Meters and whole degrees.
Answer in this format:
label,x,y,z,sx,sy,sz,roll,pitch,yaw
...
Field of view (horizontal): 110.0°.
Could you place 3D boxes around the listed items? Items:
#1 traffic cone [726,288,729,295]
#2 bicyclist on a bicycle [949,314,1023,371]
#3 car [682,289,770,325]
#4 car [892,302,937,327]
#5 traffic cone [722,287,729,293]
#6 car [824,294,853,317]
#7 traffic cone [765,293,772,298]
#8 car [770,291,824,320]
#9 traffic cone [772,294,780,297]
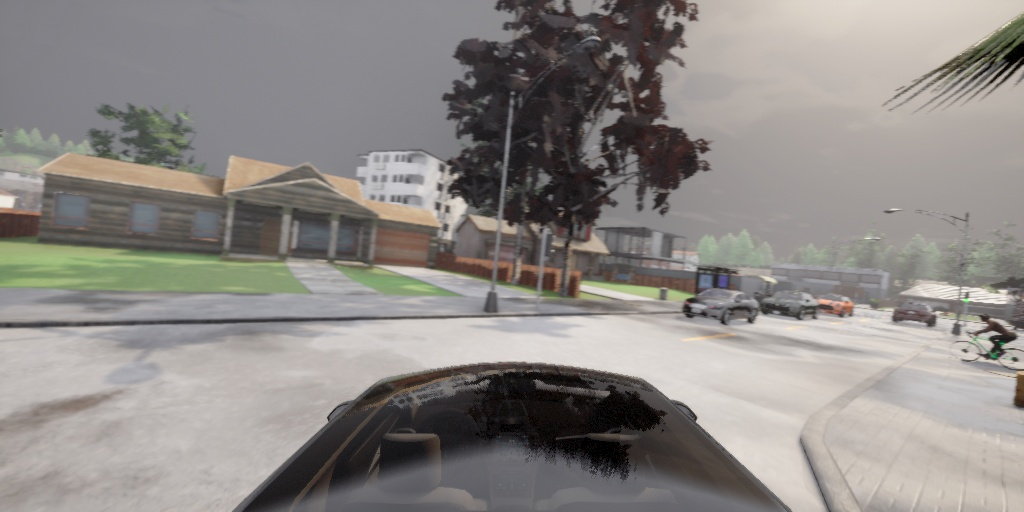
label,x,y,z,sx,sy,sz,roll,pitch,yaw
traffic cone,27.605,4.615,45.206,0.344,0.586,0.344,0,0,-37
bicyclist on a bicycle,15.307,2.708,11.468,0.582,1.620,1.656,6,0,-37
car,10.113,2.356,17.270,4.902,1.511,2.128,6,0,-37
car,32.537,4.564,28.931,4.553,1.767,2.097,6,0,-37
traffic cone,27.776,4.665,46.638,0.344,0.586,0.344,0,0,-37
car,26.075,3.909,29.278,4.553,1.767,2.097,6,0,-37
traffic cone,27.359,4.561,38.199,0.344,0.586,0.344,0,0,-37
car,17.975,3.050,23.189,4.553,1.767,2.097,6,0,-37
traffic cone,27.372,4.587,37.311,0.344,0.586,0.344,0,0,-37
